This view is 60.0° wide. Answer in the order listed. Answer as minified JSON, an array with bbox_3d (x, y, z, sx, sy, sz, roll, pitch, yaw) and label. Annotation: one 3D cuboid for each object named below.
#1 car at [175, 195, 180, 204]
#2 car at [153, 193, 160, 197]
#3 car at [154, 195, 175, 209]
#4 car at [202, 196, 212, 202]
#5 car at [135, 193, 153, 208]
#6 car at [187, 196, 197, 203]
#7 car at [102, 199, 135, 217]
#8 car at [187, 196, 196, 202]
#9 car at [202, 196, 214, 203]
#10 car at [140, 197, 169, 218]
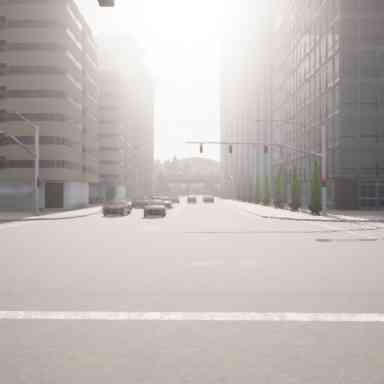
[{"bbox_3d":[-3.571,1.349,66.062,2.097,1.767,4.553,0,0,1],"label":"car"},{"bbox_3d":[-7.087,1.222,63.704,2.150,2.045,5.566,0,0,0],"label":"car"},{"bbox_3d":[-3.628,1.504,44.871,1.837,1.490,4.892,0,0,0],"label":"car"},{"bbox_3d":[3.452,1.526,76.190,1.994,1.385,4.181,0,0,0],"label":"car"},{"bbox_3d":[-7.126,1.351,46.110,2.097,1.767,4.553,0,0,0],"label":"car"},{"bbox_3d":[-0.042,1.476,66.686,1.882,1.535,5.008,0,0,0],"label":"car"},{"bbox_3d":[-7.119,1.477,31.751,1.882,1.535,5.008,0,0,0],"label":"car"},{"bbox_3d":[-0.048,1.520,76.014,1.994,1.385,4.181,0,0,0],"label":"car"},{"bbox_3d":[3.458,1.503,67.522,1.837,1.490,4.892,0,0,0],"label":"car"},{"bbox_3d":[-3.363,1.477,30.425,1.882,1.535,5.008,0,0,-3],"label":"car"}]
